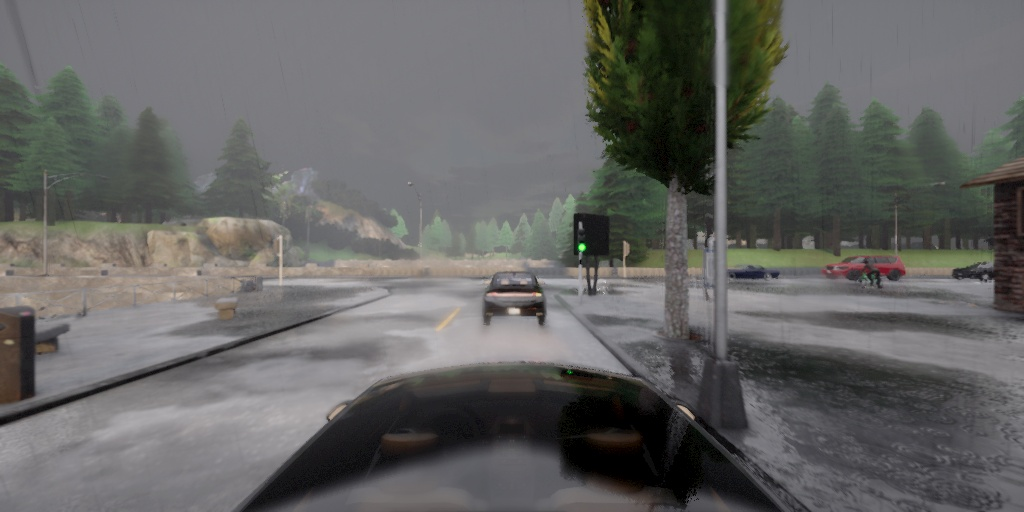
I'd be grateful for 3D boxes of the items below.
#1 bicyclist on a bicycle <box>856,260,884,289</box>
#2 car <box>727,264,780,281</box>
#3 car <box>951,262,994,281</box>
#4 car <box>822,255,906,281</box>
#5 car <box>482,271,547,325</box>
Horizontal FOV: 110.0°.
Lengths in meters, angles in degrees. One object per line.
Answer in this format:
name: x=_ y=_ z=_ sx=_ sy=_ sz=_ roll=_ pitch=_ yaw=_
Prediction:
bicyclist on a bicycle: x=20.979 y=1.091 z=21.073 sx=0.582 sy=1.620 sz=1.656 roll=-1 pitch=0 yaw=0
car: x=19.050 y=1.346 z=29.478 sx=4.718 sy=1.301 sz=1.895 roll=0 pitch=0 yaw=0
car: x=39.295 y=1.222 z=29.447 sx=5.008 sy=1.535 sz=1.882 roll=0 pitch=0 yaw=0
car: x=28.846 y=0.966 z=29.468 sx=5.566 sy=2.045 sz=2.150 roll=0 pitch=0 yaw=0
car: x=0.081 y=1.240 z=11.825 sx=2.128 sy=1.511 sz=4.902 roll=0 pitch=0 yaw=0
